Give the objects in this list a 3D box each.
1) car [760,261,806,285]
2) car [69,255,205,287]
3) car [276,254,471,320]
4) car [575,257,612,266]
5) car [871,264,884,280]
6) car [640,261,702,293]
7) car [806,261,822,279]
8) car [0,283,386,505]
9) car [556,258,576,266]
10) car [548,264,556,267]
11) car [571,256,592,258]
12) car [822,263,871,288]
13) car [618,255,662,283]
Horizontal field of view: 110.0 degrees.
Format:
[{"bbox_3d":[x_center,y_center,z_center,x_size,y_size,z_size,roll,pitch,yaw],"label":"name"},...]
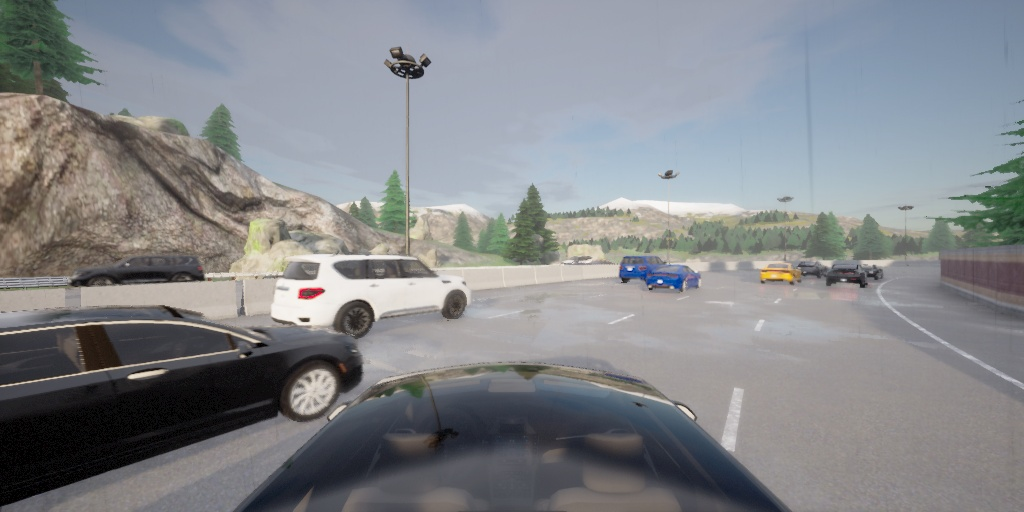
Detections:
[{"bbox_3d":[19.790,1.228,26.313,5.008,1.535,1.882,0,0,-44],"label":"car"},{"bbox_3d":[-21.817,0.971,21.227,2.150,2.045,5.566,0,0,35],"label":"car"},{"bbox_3d":[-3.627,0.973,10.322,2.150,2.045,5.566,0,0,36],"label":"car"},{"bbox_3d":[9.924,1.227,41.283,5.008,1.535,1.882,1,0,-42],"label":"car"},{"bbox_3d":[30.455,1.351,30.886,4.718,1.301,1.895,0,0,-39],"label":"car"},{"bbox_3d":[9.565,1.227,20.987,1.882,1.535,5.008,0,0,42],"label":"car"},{"bbox_3d":[27.742,1.241,33.176,4.902,1.511,2.128,0,0,-39],"label":"car"},{"bbox_3d":[-3.953,1.255,3.588,1.837,1.490,4.892,0,0,33],"label":"car"},{"bbox_3d":[7.847,1.315,44.108,4.181,1.385,1.994,0,0,-42],"label":"car"},{"bbox_3d":[7.554,1.418,53.136,4.718,1.301,1.895,0,0,-40],"label":"car"},{"bbox_3d":[9.226,0.975,49.970,5.566,2.045,2.150,0,0,-40],"label":"car"},{"bbox_3d":[22.504,1.255,24.064,4.892,1.490,1.837,0,0,-43],"label":"car"},{"bbox_3d":[9.927,0.973,26.488,2.150,2.045,5.566,0,0,44],"label":"car"}]
